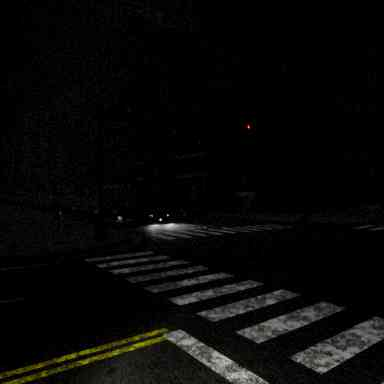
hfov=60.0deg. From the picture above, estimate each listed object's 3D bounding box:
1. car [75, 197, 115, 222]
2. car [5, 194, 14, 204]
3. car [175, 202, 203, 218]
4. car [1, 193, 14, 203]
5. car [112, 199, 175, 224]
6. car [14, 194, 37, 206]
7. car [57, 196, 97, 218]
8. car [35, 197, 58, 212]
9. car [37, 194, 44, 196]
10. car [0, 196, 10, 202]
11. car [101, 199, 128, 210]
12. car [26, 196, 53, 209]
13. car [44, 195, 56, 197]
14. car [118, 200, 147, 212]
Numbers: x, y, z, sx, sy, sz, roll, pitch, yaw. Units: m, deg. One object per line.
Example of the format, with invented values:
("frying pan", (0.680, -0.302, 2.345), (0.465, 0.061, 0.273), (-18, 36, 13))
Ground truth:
("car", (-7.226, 1.423, 25.684), (1.967, 1.590, 4.097), (0, 0, -35))
("car", (-32.799, 1.551, 61.595), (2.008, 1.369, 4.403), (0, 0, -35))
("car", (-0.689, 1.581, 30.338), (1.947, 1.339, 4.313), (0, 0, -35))
("car", (-39.192, 1.556, 70.573), (1.887, 1.381, 4.507), (0, 0, -35))
("car", (-3.788, 1.541, 25.200), (2.033, 1.411, 5.357), (0, 0, -37))
("car", (-26.405, 1.430, 52.617), (1.967, 1.590, 4.097), (0, 0, -35))
("car", (-10.422, 1.421, 30.173), (1.967, 1.590, 4.097), (0, 0, -35))
("car", (-16.816, 1.563, 39.150), (1.802, 1.307, 4.206), (0, 0, -35))
("car", (-35.851, 1.488, 79.718), (1.967, 1.590, 4.097), (0, 0, -35))
("car", (-42.389, 1.598, 75.063), (1.802, 1.307, 4.206), (0, 0, -35))
("car", (-10.279, 1.579, 43.806), (1.947, 1.339, 4.313), (0, 0, -35))
("car", (-20.012, 1.534, 43.639), (2.008, 1.369, 4.403), (0, 0, -35))
("car", (-29.458, 1.478, 70.739), (1.967, 1.590, 4.097), (0, 0, -35))
("car", (-7.083, 1.594, 39.317), (1.802, 1.307, 4.206), (0, 0, -35))
